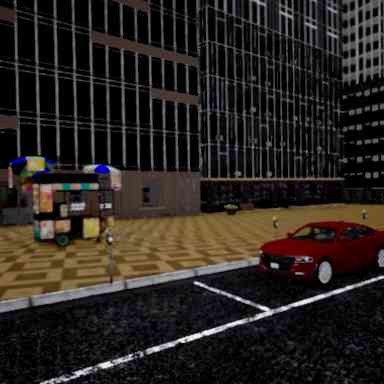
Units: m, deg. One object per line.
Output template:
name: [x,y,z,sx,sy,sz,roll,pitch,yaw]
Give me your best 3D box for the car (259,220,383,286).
car: [3.808,1.506,9.289,4.507,1.381,1.887,0,-1,-35]
